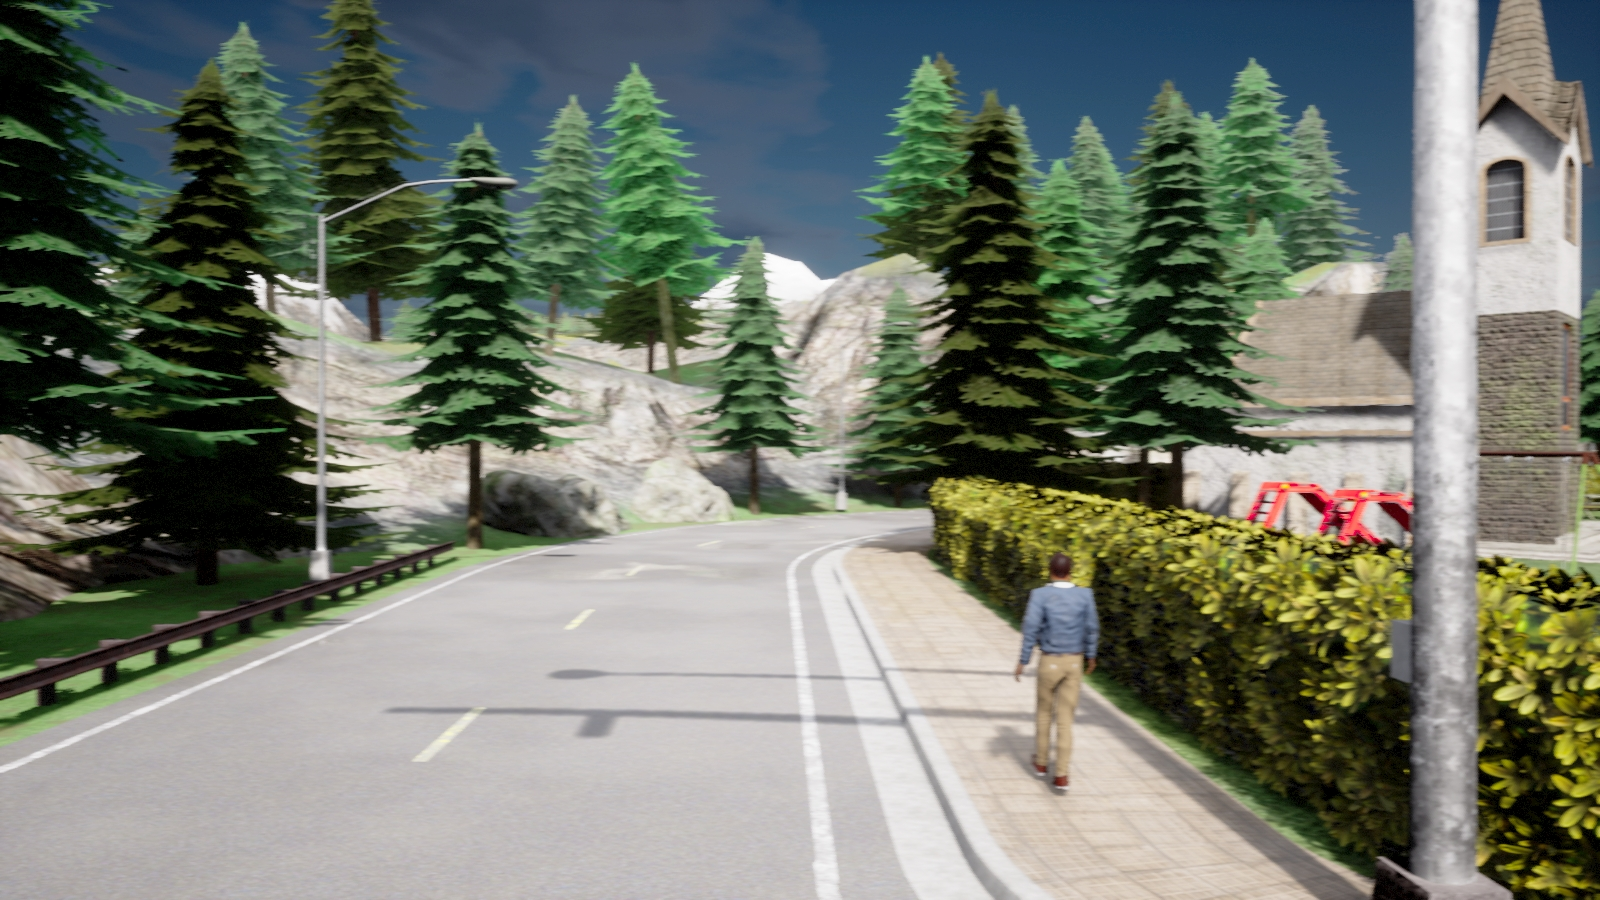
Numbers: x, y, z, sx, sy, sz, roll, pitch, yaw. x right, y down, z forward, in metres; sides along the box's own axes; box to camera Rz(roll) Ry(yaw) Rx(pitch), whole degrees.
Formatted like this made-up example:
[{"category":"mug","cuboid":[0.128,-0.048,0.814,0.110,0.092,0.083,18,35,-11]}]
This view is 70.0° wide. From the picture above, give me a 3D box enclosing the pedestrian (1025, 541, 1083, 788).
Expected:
[{"category":"pedestrian","cuboid":[1.985,1.664,8.956,0.375,1.860,0.375,0,0,2]}]
